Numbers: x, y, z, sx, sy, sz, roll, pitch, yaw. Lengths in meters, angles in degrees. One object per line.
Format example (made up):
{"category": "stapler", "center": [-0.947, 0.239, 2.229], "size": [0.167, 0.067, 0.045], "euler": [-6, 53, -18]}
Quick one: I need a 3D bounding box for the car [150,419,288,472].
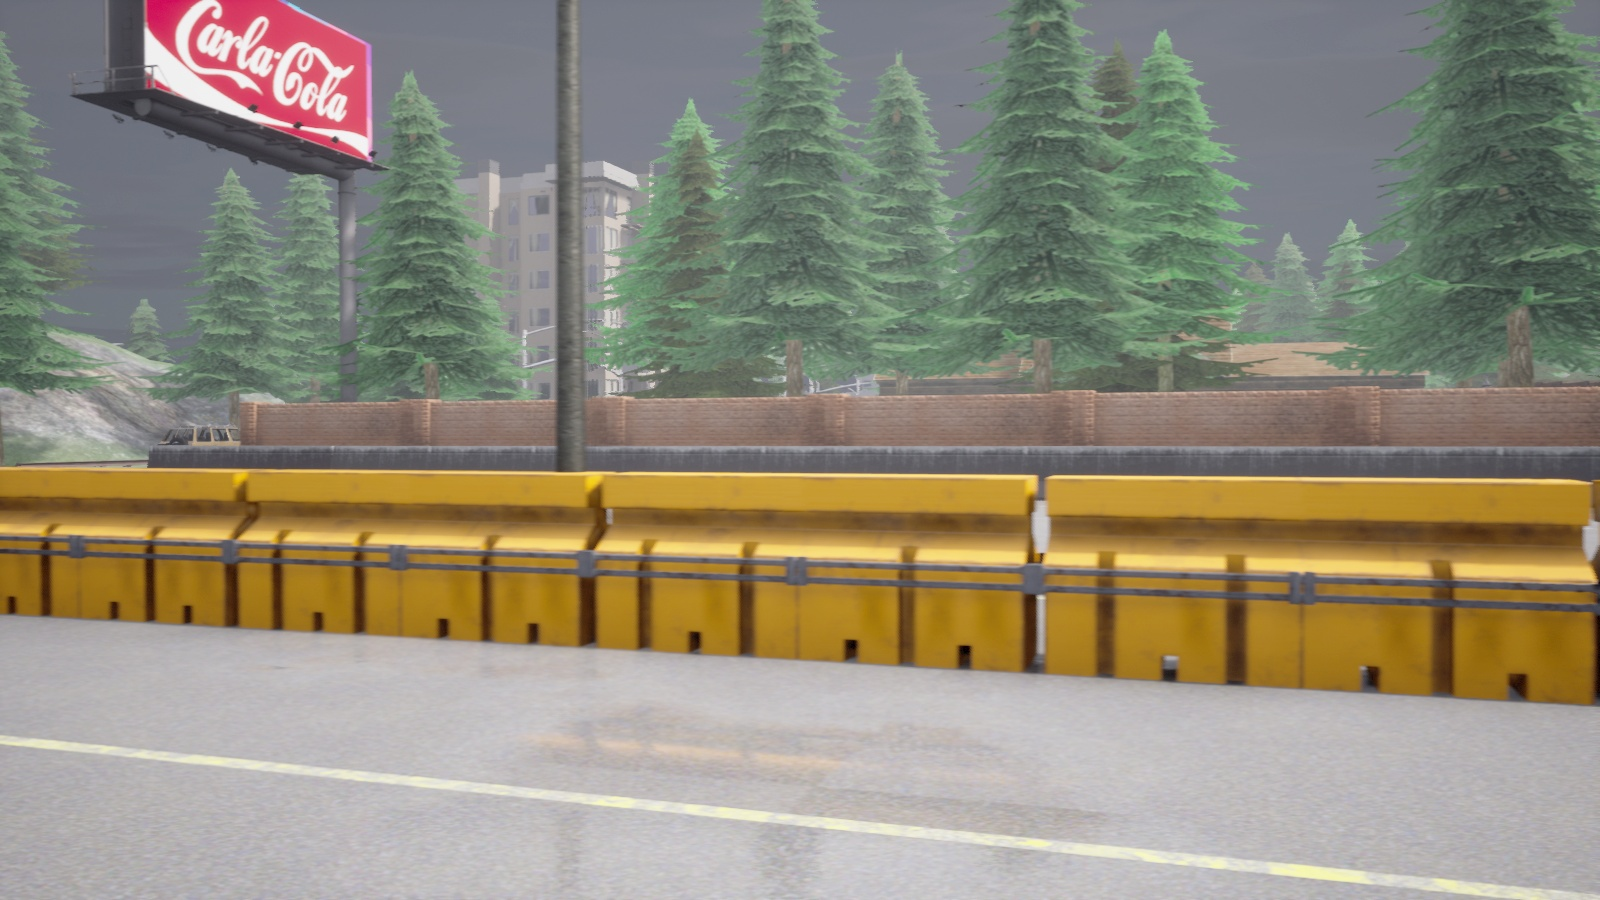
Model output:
{"category": "car", "center": [-21.213, -0.194, 46.059], "size": [1.932, 1.855, 4.605], "euler": [1, 1, 20]}
